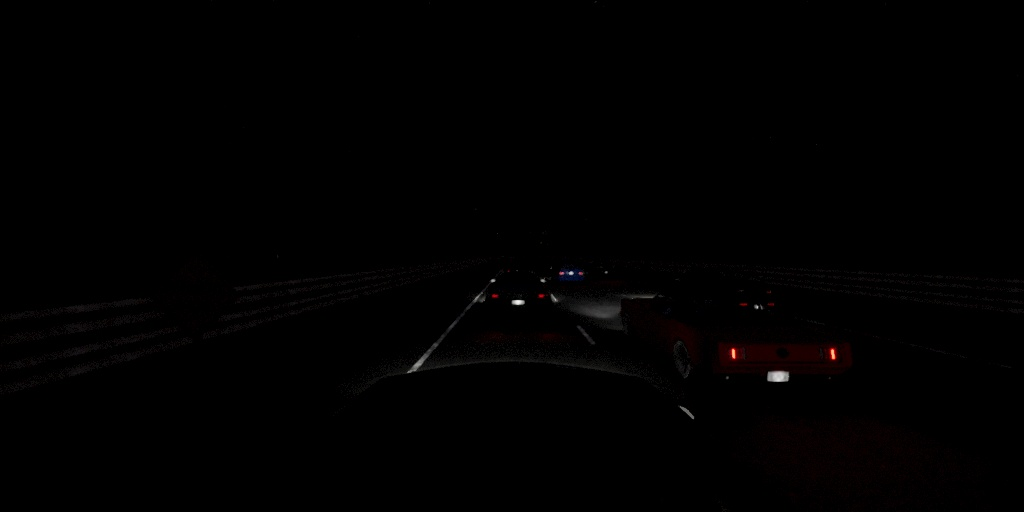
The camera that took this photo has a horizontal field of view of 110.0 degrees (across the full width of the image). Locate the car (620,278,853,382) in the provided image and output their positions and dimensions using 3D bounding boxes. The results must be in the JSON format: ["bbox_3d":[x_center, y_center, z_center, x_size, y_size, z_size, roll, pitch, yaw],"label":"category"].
[{"bbox_3d":[3.621,1.319,7.043,1.895,1.301,4.718,0,0,1],"label":"car"}]

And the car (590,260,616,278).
[{"bbox_3d":[7.422,1.068,30.579,2.128,1.511,4.902,0,0,1],"label":"car"}]

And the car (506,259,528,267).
[{"bbox_3d":[0.404,1.184,29.079,1.895,1.301,4.718,0,0,1],"label":"car"}]

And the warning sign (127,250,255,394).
[{"bbox_3d":[-4.516,0.843,5.151,1.300,1.860,1.060,0,0,1],"label":"warning sign"}]

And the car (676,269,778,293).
[{"bbox_3d":[7.213,1.191,12.890,1.837,1.490,4.892,0,1,1],"label":"car"}]

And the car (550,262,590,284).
[{"bbox_3d":[3.855,1.153,25.605,2.033,1.411,5.357,0,0,1],"label":"car"}]

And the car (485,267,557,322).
[{"bbox_3d":[0.200,1.252,12.046,1.994,1.385,4.181,0,0,1],"label":"car"}]
